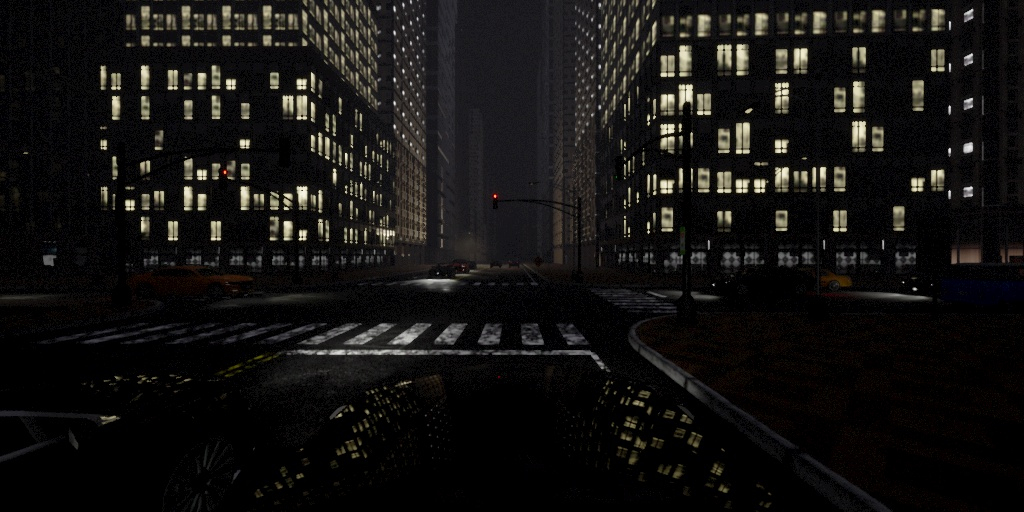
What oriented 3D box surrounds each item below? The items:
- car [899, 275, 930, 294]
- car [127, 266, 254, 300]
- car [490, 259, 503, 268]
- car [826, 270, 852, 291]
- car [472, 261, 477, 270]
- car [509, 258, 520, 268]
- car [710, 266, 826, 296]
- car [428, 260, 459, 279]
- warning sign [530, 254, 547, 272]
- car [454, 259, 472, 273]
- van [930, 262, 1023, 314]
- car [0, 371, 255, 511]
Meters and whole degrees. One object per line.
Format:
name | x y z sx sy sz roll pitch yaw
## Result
car | 23.464 1.322 18.412 5.357 1.411 2.033 0 0 2
car | -15.452 1.235 17.431 5.008 1.535 1.882 0 0 -5
car | -2.862 1.362 63.761 1.837 1.490 4.892 0 0 0
car | 17.177 1.292 21.268 4.829 1.417 1.751 0 0 2
car | -6.354 1.372 53.825 2.033 1.411 5.357 0 0 0
car | 0.391 1.352 64.675 2.128 1.511 4.902 0 0 0
car | 13.064 1.272 18.836 4.892 1.490 1.837 0 0 2
car | -6.453 1.342 33.331 1.994 1.385 4.181 0 0 0
warning sign | 3.033 0.908 41.321 1.300 1.860 1.060 0 0 0
car | -6.407 1.149 43.328 2.097 1.767 4.553 0 0 0
van | 18.409 1.118 13.090 3.998 1.789 1.690 0 0 2
car | -3.155 1.241 1.132 2.128 1.511 4.902 0 0 0
